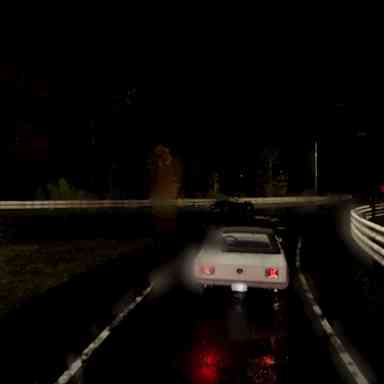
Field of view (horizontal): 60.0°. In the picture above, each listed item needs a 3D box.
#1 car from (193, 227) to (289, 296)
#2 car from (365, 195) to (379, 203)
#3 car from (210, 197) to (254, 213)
[{"bbox_3d":[1.381,1.555,8.627,1.895,1.301,4.718,0,0,12],"label":"car"},{"bbox_3d":[33.861,1.222,62.619,1.994,1.385,4.181,0,0,33],"label":"car"},{"bbox_3d":[4.088,1.273,33.567,4.902,1.511,2.128,0,1,-33],"label":"car"}]
